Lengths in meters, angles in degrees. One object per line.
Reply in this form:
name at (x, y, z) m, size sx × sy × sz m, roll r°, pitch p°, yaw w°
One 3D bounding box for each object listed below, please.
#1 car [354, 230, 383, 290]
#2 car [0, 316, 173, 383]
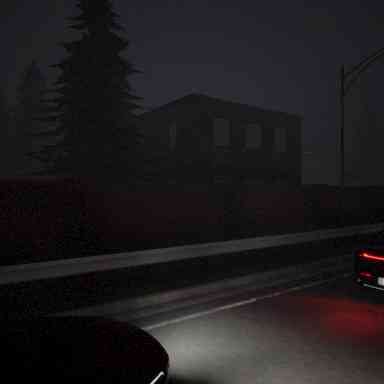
car at (5.745, 1.505, 7.844) m, size 4.892 × 1.490 × 1.837 m, roll 0°, pitch 0°, yaw -35°
car at (-2.294, 1.526, 2.115) m, size 4.674 × 1.442 × 1.812 m, roll 0°, pitch 0°, yaw -36°
